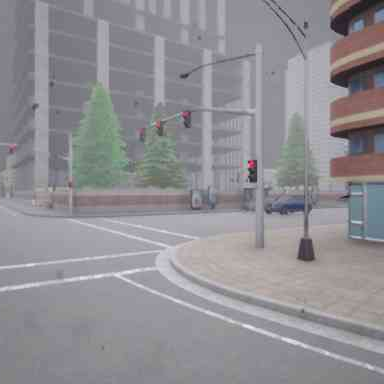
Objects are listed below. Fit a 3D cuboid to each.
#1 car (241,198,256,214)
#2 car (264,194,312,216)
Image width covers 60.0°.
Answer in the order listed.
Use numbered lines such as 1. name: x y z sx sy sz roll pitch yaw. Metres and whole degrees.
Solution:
1. car: 7.507 1.396 36.444 4.553 1.767 2.097 0 0 -33
2. car: 9.779 1.267 33.745 5.566 2.045 2.150 0 0 -33
